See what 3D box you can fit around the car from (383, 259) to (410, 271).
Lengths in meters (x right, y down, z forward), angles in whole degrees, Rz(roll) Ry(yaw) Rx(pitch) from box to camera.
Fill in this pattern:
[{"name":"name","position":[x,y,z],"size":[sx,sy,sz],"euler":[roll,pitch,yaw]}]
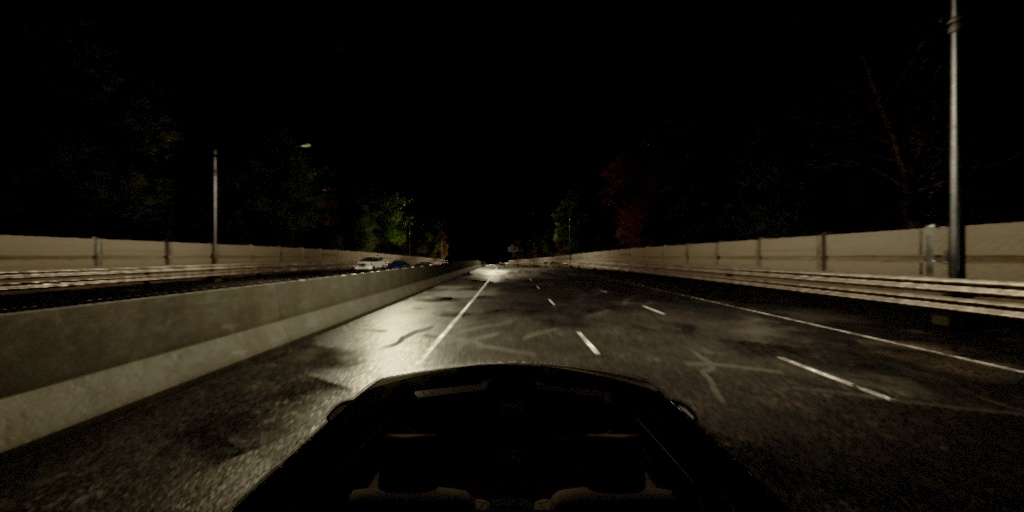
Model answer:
[{"name":"car","position":[-14.557,1.304,46.189],"size":[1.882,1.535,5.008],"euler":[0,0,-1]}]

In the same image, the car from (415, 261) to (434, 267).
[{"name":"car","position":[-11.053,1.382,45.703],"size":[1.994,1.385,4.181],"euler":[0,0,-1]}]

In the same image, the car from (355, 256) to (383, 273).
[{"name":"car","position":[-18.051,1.047,45.984],"size":[2.150,2.045,5.566],"euler":[0,0,-1]}]
